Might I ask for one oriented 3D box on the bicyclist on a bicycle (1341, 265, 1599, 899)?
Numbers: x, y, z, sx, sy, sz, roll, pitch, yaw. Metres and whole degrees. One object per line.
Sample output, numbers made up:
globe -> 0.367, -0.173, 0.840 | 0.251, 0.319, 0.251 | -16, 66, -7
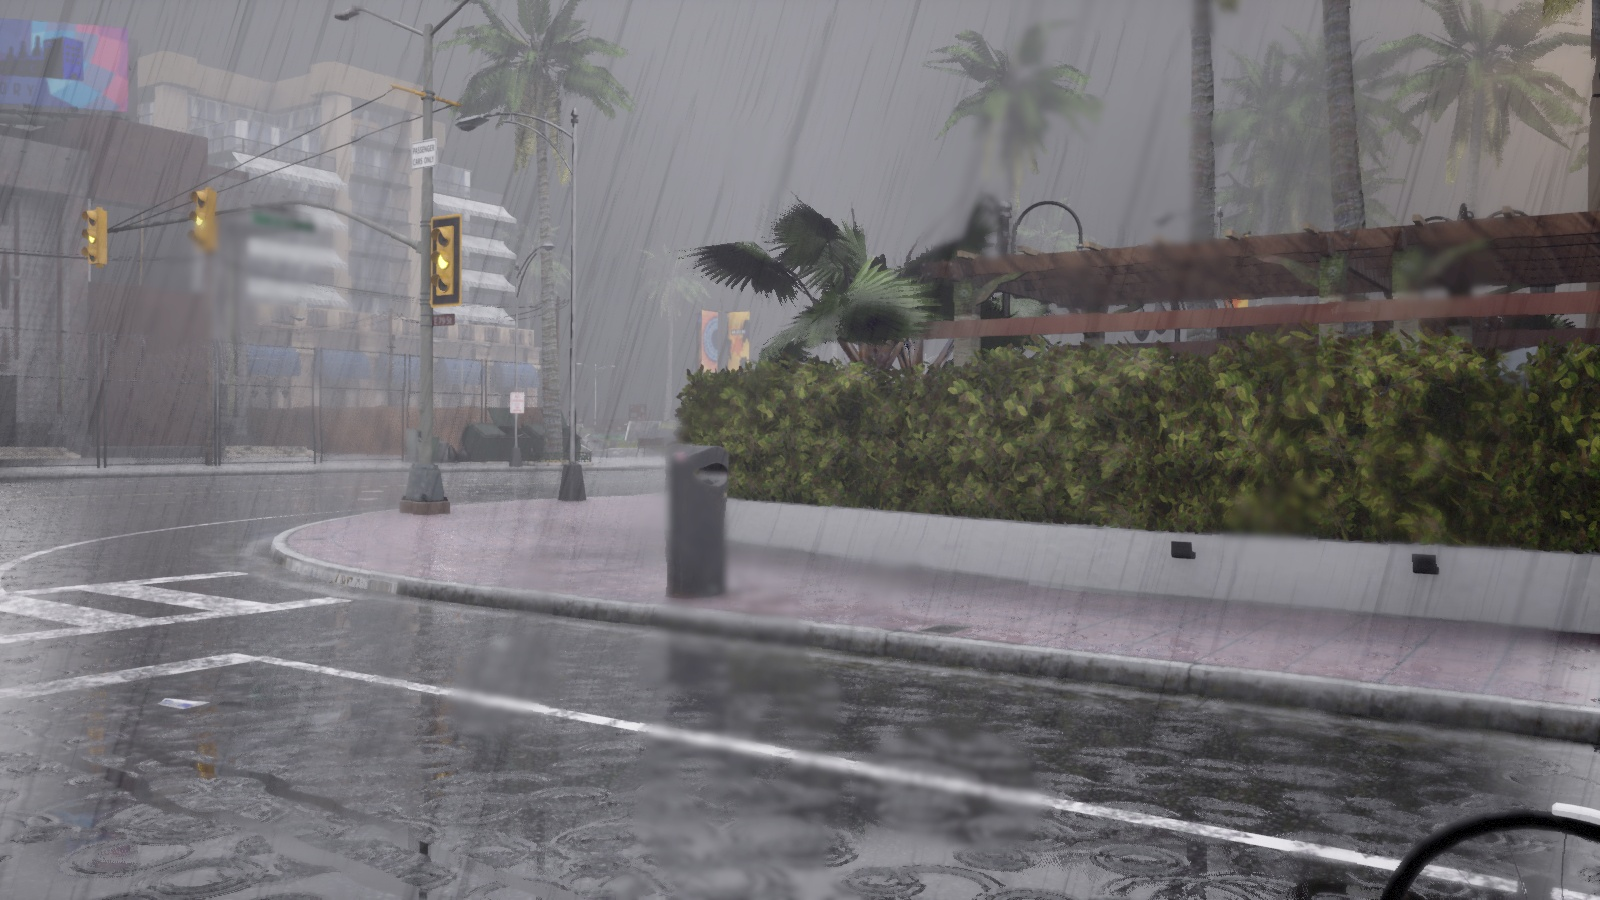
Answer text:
bicyclist on a bicycle -> 2.029, 0.553, 2.267 | 1.843, 1.776, 0.659 | 0, 1, 34
